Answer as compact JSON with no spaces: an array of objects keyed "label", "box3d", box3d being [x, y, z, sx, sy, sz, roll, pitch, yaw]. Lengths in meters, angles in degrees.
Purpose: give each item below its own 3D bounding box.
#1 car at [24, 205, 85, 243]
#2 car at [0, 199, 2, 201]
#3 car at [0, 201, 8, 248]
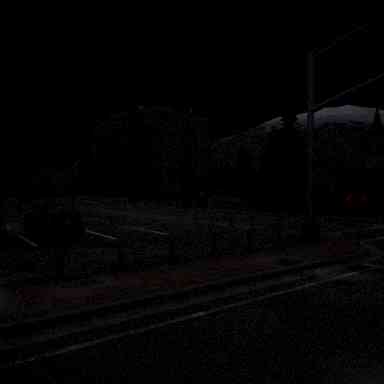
[{"label":"car","box3d":[-6.371,1.340,15.304,2.007,1.523,4.514,0,0,-36]},{"label":"car","box3d":[-21.612,1.375,36.410,1.845,1.501,3.633,0,0,-36]},{"label":"car","box3d":[-8.884,1.331,13.426,2.152,1.636,5.027,0,0,-36]}]
